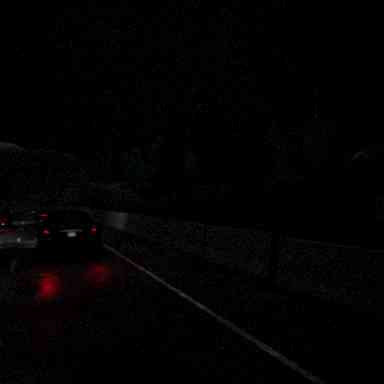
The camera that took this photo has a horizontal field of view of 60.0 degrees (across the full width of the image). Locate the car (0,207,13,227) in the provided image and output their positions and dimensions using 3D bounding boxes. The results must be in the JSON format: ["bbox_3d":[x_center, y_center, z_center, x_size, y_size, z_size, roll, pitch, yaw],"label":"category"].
[{"bbox_3d":[-15.152,1.929,25.927,1.882,1.535,5.008,0,-1,-26],"label":"car"}]

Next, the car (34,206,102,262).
[{"bbox_3d":[-5.013,1.500,13.231,2.097,1.767,4.553,0,-1,-26],"label":"car"}]

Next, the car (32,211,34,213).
[{"bbox_3d":[-11.694,1.920,26.815,1.837,1.490,4.892,0,0,-26],"label":"car"}]
